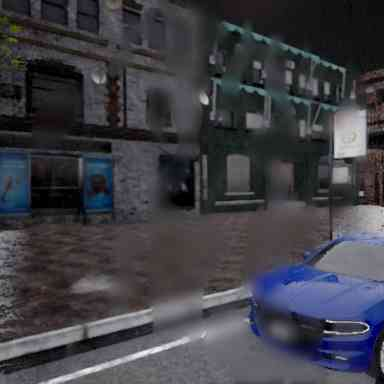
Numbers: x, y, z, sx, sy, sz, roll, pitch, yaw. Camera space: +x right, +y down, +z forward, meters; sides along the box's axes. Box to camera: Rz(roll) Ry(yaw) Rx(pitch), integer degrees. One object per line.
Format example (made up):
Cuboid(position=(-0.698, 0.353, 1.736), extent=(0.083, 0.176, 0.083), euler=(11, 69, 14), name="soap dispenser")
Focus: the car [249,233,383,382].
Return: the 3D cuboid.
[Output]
Cuboid(position=(3.139, 1.475, 5.618), extent=(5.008, 1.535, 1.882), euler=(0, 0, -36), name="car")
